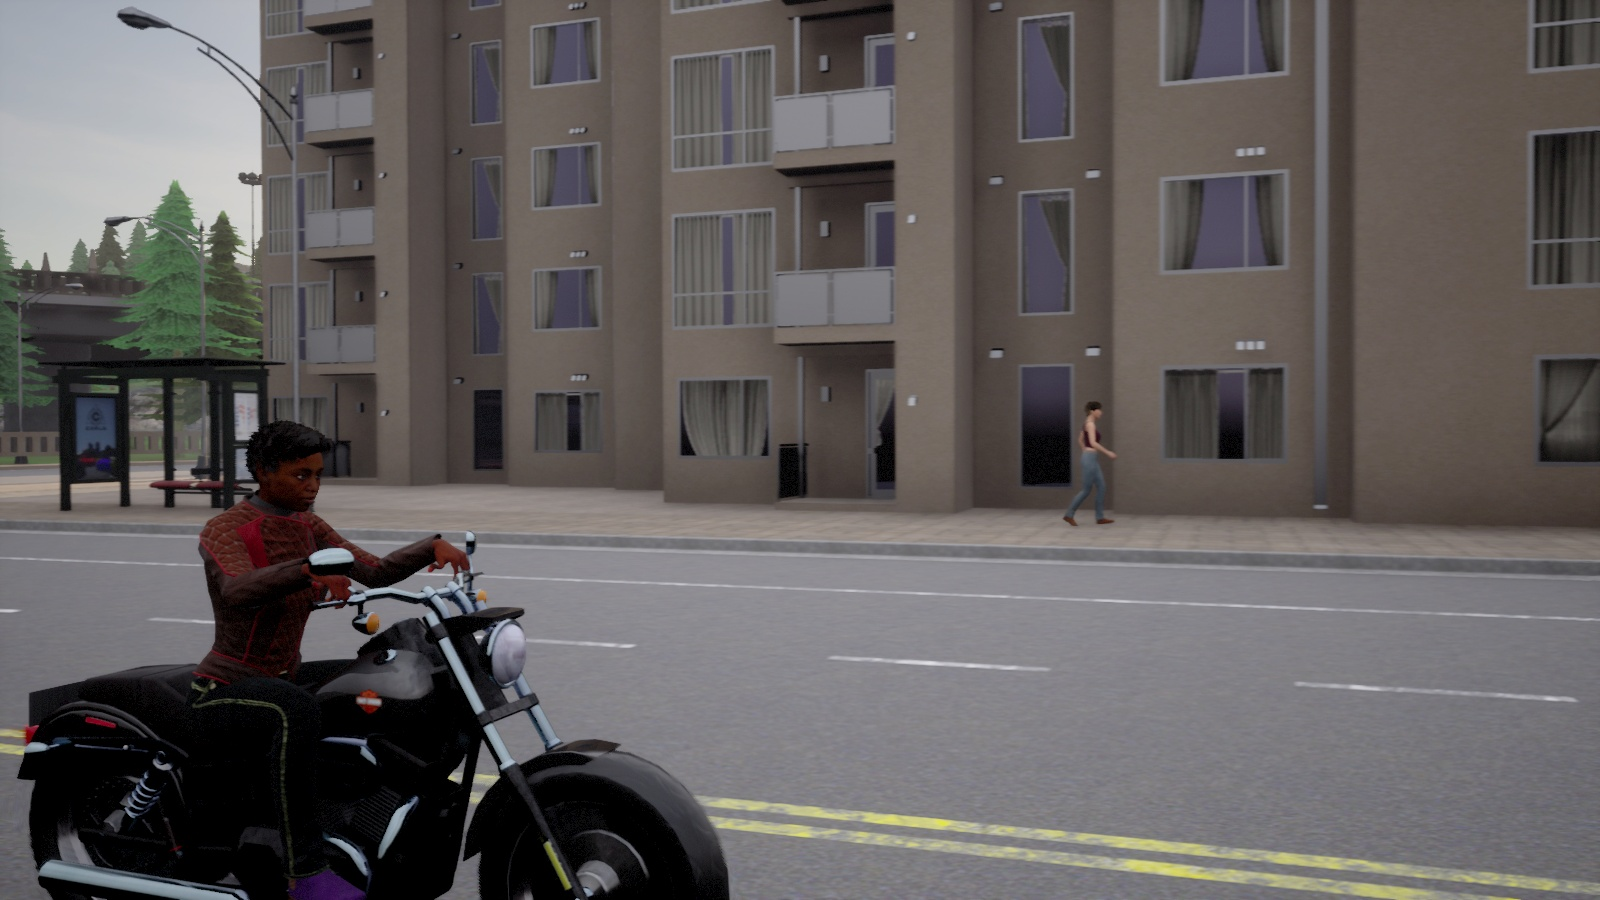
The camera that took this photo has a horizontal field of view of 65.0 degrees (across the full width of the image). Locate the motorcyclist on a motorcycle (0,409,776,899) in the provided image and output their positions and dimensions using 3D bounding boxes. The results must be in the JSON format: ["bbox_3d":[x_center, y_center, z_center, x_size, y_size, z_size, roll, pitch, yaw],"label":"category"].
[{"bbox_3d":[-1.311,0.714,3.634,2.350,1.649,0.766,1,1,19],"label":"motorcyclist on a motorcycle"}]

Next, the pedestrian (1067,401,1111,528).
[{"bbox_3d":[4.218,0.207,18.329,0.594,1.836,0.345,0,1,15],"label":"pedestrian"}]
